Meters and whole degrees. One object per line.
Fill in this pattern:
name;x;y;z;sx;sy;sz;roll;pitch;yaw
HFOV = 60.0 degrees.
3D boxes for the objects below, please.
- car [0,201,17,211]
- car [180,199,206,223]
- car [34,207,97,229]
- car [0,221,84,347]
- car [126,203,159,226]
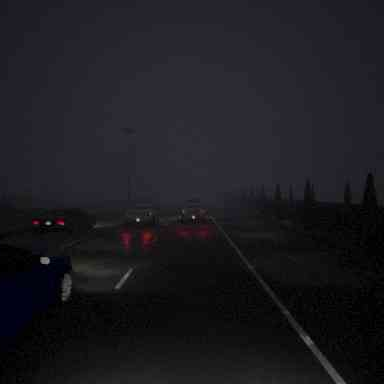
car;-14.002;1.323;23.215;1.812;1.442;4.674;0;0;0
car;0.092;1.518;25.551;1.812;1.442;4.674;0;0;0
car;-6.901;1.542;18.468;2.033;1.411;5.357;0;0;0
car;-3.400;1.476;4.931;1.882;1.535;5.008;0;0;0
car;-3.402;1.519;23.276;1.812;1.442;4.674;0;0;0
